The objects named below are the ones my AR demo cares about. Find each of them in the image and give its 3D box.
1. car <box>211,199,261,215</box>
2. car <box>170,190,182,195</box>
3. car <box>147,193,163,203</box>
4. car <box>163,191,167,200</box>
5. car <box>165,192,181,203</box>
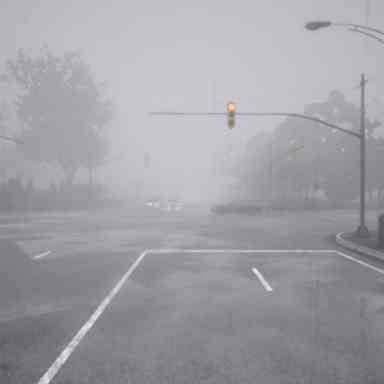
[{"bbox_3d":[4.081,1.411,31.001,4.674,1.442,1.812,0,0,-3],"label":"car"},{"bbox_3d":[-3.857,0.919,76.215,2.097,1.767,4.553,0,1,-3],"label":"car"},{"bbox_3d":[-6.963,1.284,60.763,1.994,1.385,4.181,0,0,0],"label":"car"},{"bbox_3d":[-7.348,1.044,75.971,1.882,1.535,5.008,0,1,-3],"label":"car"},{"bbox_3d":[-3.464,1.244,60.945,1.812,1.442,4.674,0,0,0],"label":"car"}]
